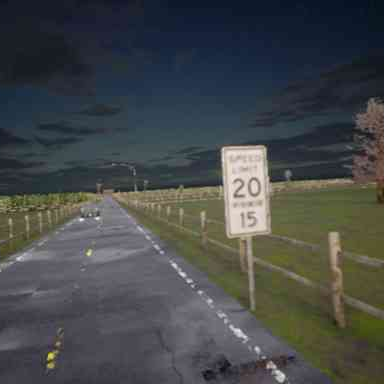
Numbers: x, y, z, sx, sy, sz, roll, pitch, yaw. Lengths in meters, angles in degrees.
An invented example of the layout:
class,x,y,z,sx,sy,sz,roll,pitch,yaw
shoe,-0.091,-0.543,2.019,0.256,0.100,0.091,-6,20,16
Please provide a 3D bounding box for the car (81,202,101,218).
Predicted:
class,x,y,z,sx,sy,sz,roll,pitch,yaw
car,-12.207,2.072,40.143,2.097,1.767,4.553,-4,0,-14
